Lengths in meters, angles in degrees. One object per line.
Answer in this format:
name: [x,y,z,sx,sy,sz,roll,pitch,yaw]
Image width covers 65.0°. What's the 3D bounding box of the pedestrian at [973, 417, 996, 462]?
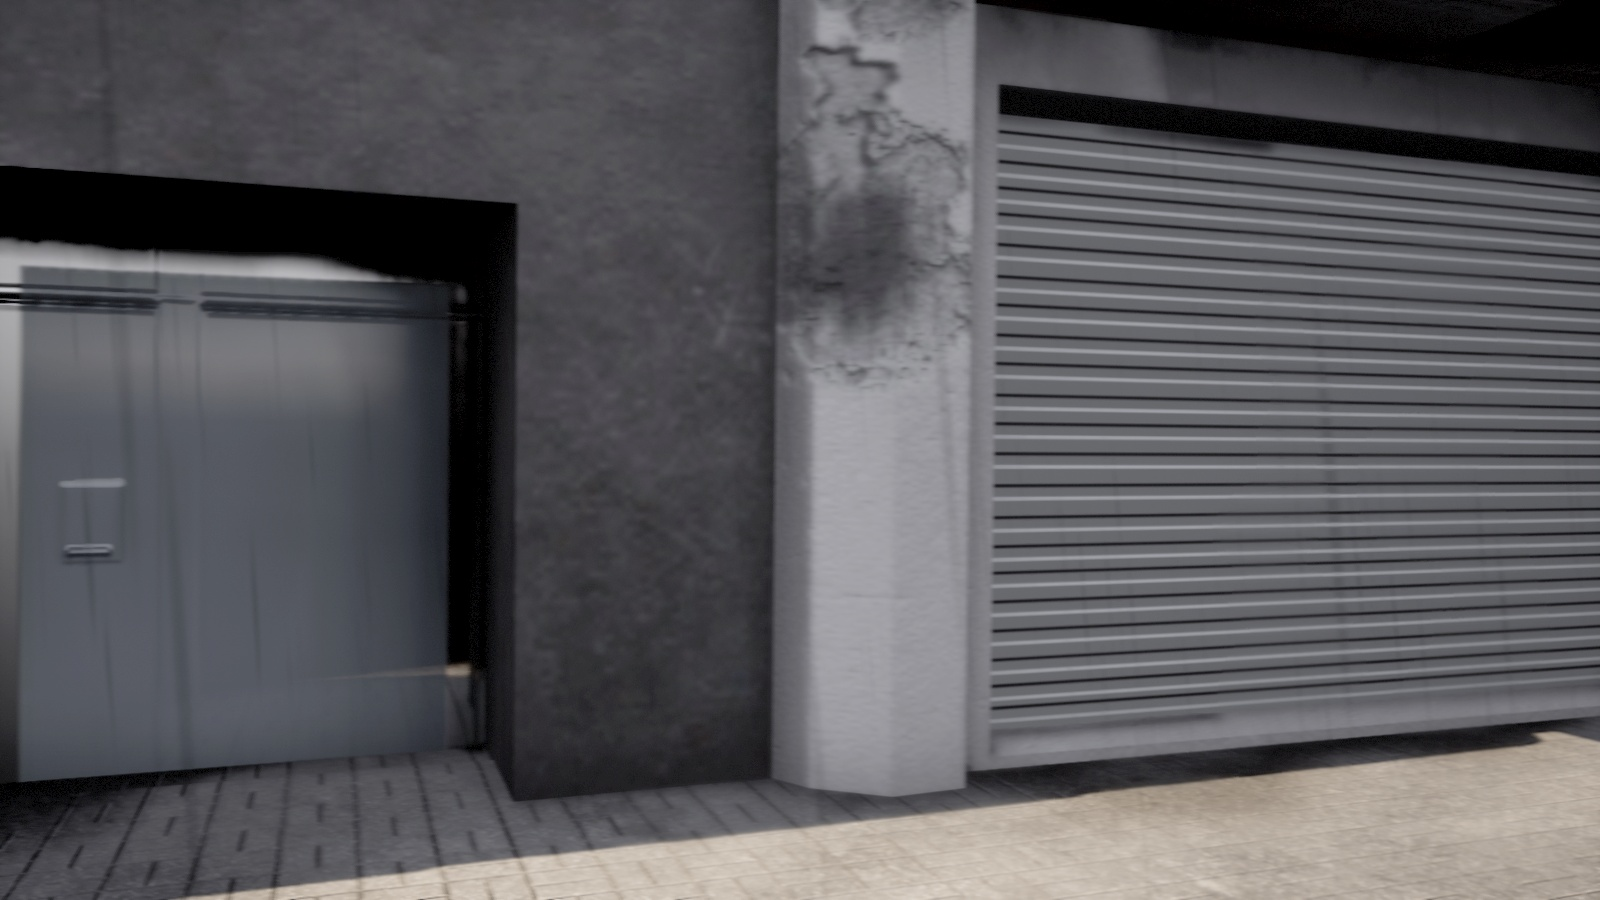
pedestrian: [7.996,-0.461,54.437,0.659,1.952,0.873,-1,1,-22]
